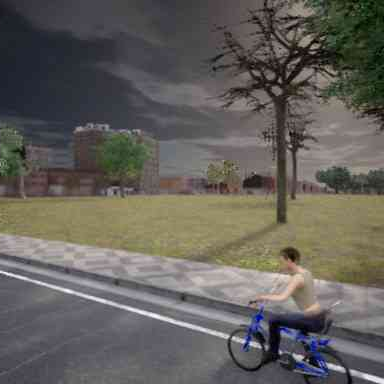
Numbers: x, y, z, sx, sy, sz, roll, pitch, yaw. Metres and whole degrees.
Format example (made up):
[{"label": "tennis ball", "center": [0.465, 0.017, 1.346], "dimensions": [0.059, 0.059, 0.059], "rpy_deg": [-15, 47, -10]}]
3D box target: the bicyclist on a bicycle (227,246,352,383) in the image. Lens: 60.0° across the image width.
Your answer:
[{"label": "bicyclist on a bicycle", "center": [1.065, 1.438, 3.900], "dimensions": [1.509, 1.612, 0.866], "rpy_deg": [0, 0, 36]}]
